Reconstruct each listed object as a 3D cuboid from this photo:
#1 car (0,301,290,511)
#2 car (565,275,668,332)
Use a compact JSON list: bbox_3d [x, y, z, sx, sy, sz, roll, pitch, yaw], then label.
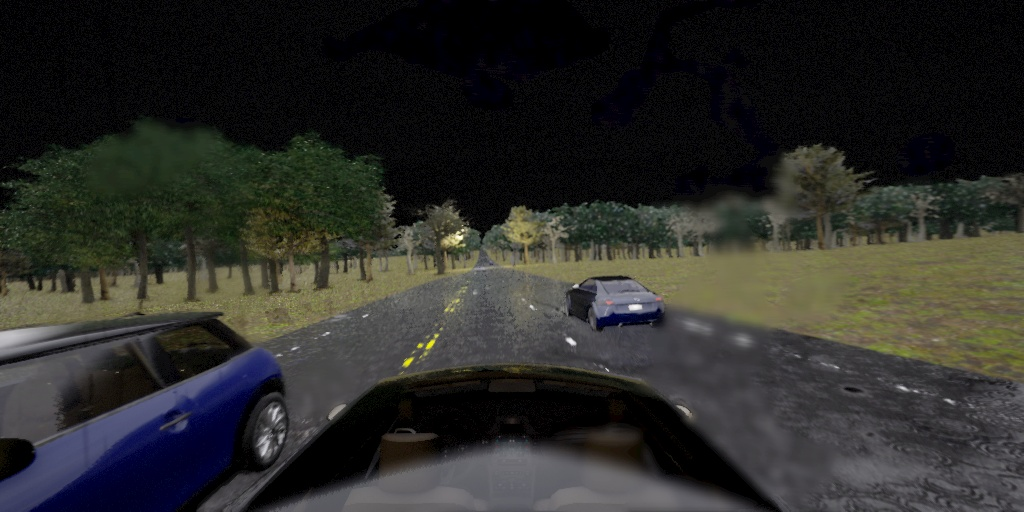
[{"bbox_3d":[-3.362,1.296,1.971,2.097,1.767,4.553,-3,0,-5],"label":"car"},{"bbox_3d":[2.911,1.285,10.916,1.994,1.385,4.181,-3,-1,-5],"label":"car"}]
